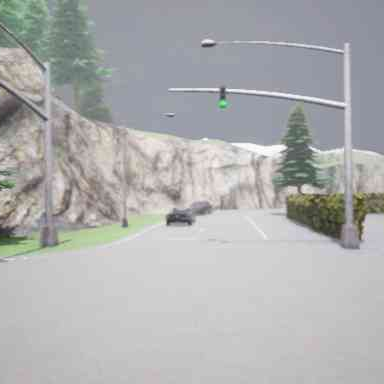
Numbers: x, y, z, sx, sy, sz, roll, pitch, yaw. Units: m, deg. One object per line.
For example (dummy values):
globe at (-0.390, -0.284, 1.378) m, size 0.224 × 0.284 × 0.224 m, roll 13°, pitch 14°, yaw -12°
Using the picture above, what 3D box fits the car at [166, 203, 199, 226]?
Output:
car at (-0.779, 1.773, 25.451) m, size 1.895 × 1.301 × 4.718 m, roll -1°, pitch 0°, yaw 6°

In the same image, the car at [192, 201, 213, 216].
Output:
car at (0.812, 1.719, 36.020) m, size 1.837 × 1.490 × 4.892 m, roll -1°, pitch 0°, yaw 21°
